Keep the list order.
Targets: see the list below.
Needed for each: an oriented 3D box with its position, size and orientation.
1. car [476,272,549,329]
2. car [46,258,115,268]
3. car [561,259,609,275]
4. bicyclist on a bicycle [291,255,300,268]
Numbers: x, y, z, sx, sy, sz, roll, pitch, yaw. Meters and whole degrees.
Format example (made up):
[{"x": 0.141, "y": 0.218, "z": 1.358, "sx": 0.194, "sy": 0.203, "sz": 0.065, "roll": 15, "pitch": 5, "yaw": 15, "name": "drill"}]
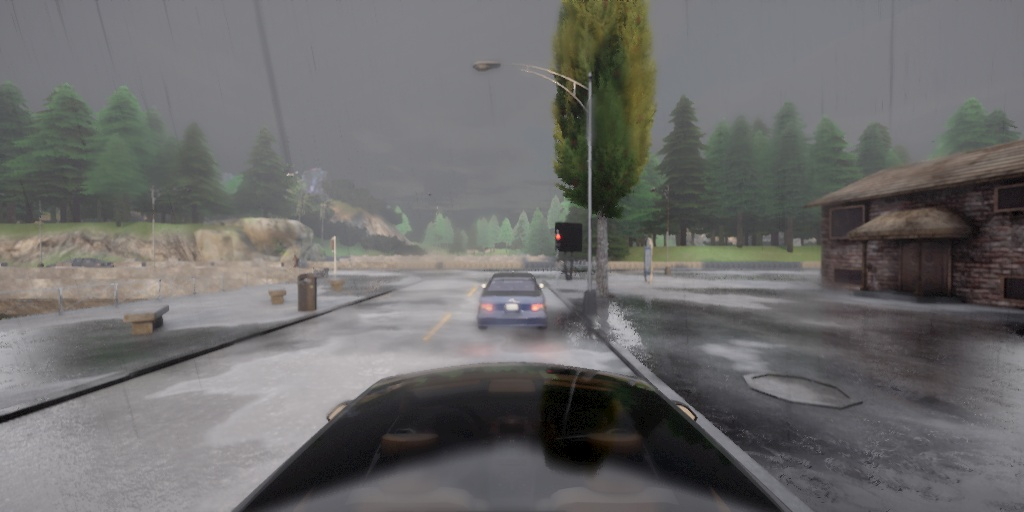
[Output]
[{"x": 0.027, "y": 1.194, "z": 10.739, "sx": 2.033, "sy": 1.411, "sz": 5.357, "roll": 0, "pitch": 1, "yaw": 0, "name": "car"}, {"x": -43.714, "y": 0.900, "z": 36.382, "sx": 5.357, "sy": 1.411, "sz": 2.033, "roll": 0, "pitch": 1, "yaw": 0, "name": "car"}, {"x": 6.517, "y": 0.963, "z": 32.197, "sx": 4.181, "sy": 1.385, "sz": 1.994, "roll": 0, "pitch": 0, "yaw": -8, "name": "car"}, {"x": -24.512, "y": 0.652, "z": 40.670, "sx": 0.582, "sy": 1.620, "sz": 1.656, "roll": 0, "pitch": 1, "yaw": 0, "name": "bicyclist on a bicycle"}]
